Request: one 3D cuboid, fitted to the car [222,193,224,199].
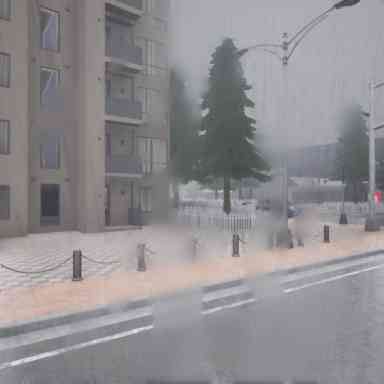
[{"bbox_3d":[7.474,1.092,94.722,1.905,1.878,3.866,0,0,-37],"label":"car"}]

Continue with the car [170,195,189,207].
[{"bbox_3d":[-3.260,1.563,50.377,2.033,1.411,5.357,0,0,-37],"label":"car"}]

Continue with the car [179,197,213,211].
[{"bbox_3d":[0.352,1.579,39.526,1.994,1.385,4.181,0,0,-37],"label":"car"}]

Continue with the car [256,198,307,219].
[{"bbox_3d":[7.862,1.367,29.589,2.097,1.767,4.553,0,0,-37],"label":"car"}]

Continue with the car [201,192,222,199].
[{"bbox_3d":[5.388,1.113,92.658,1.932,1.855,4.605,0,0,-37],"label":"car"}]
